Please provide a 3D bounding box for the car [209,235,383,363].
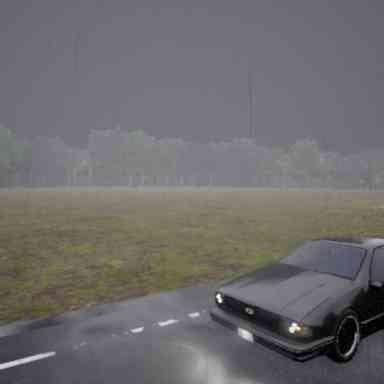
[{"bbox_3d":[2.886,1.542,6.054,5.357,1.411,2.033,0,0,-36],"label":"car"}]
